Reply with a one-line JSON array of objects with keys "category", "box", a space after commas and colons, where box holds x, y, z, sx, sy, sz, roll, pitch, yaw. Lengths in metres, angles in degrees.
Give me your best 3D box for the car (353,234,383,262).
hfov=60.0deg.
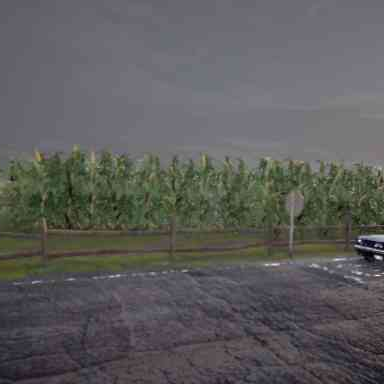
[{"category": "car", "box": [7.780, 1.757, 11.181, 4.718, 1.301, 1.895, 1, 0, -24]}]
